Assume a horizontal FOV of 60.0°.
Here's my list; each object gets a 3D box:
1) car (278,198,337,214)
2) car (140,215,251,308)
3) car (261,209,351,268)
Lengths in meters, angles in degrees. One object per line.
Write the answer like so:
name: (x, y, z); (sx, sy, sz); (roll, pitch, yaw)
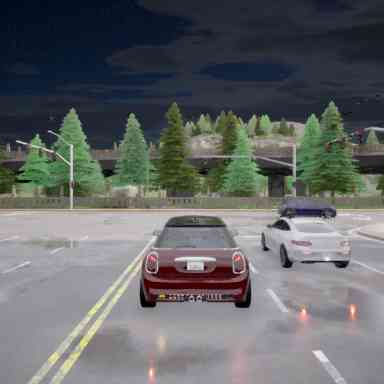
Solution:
car: (9.423, 1.295, 27.393); (4.553, 1.767, 2.097); (0, 0, 1)
car: (0.083, 1.352, 8.097); (2.097, 1.767, 4.553); (0, 0, 1)
car: (3.602, 1.526, 11.141); (1.812, 1.442, 4.674); (0, 0, 0)
